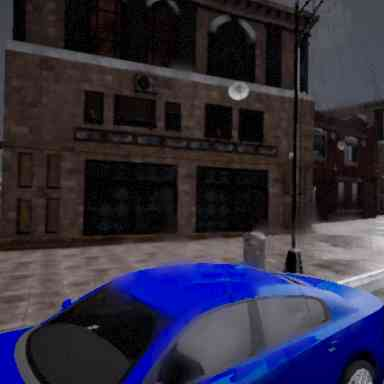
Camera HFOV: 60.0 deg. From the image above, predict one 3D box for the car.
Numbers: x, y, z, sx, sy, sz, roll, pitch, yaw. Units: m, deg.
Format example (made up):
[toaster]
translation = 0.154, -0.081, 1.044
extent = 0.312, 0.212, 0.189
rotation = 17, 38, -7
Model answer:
[car]
translation = -0.163, 1.493, 3.005
extent = 5.008, 1.535, 1.882
rotation = 1, 0, -36
